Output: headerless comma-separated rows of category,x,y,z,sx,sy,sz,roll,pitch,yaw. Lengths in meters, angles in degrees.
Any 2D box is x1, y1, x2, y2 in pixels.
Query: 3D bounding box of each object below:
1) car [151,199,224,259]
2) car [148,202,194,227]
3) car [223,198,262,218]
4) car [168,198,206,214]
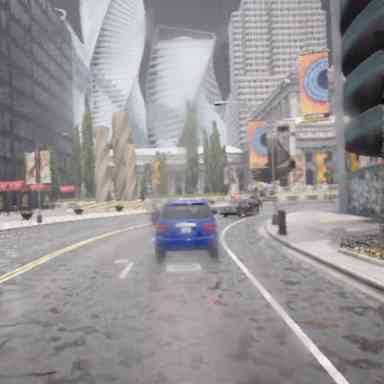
car,-0.147,1.315,13.213,2.150,2.045,5.566,-2,0,1
car,-1.503,1.704,25.859,1.882,1.535,5.008,-2,0,17
car,4.419,1.592,31.206,2.033,1.411,5.357,-2,0,31
car,-0.494,1.503,36.821,1.812,1.442,4.674,-2,0,34
